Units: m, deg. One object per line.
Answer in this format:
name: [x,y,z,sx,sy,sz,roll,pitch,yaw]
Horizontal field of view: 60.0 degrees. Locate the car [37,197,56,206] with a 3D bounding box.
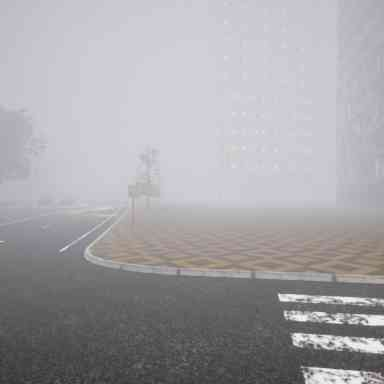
car: [-22.187,1.421,50.983,1.994,1.385,4.181,0,0,-10]

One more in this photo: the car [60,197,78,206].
car: [-18.987,1.447,51.555,1.994,1.385,4.181,0,0,-10]
